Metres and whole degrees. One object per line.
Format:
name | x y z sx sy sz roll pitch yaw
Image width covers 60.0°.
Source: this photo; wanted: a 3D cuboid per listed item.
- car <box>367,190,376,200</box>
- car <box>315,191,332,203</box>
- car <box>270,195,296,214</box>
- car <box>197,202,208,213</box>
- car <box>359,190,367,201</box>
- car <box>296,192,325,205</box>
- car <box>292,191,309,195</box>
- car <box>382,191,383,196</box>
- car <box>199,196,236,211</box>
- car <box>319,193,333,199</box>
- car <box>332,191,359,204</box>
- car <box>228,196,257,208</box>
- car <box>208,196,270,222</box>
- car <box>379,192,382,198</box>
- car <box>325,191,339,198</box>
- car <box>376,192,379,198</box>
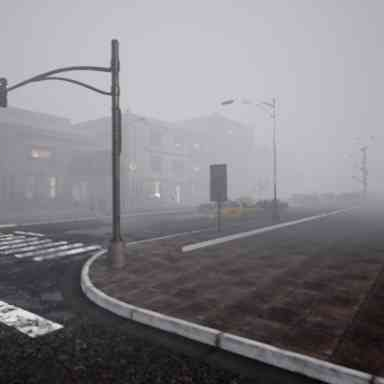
car | 32.550 0.502 62.711 2.192 1.841 5.009 0 0 36
car | 20.922 0.868 51.326 1.837 1.490 4.892 -1 0 36
car | 6.495 1.146 26.932 2.008 1.369 4.403 0 0 36
car | 2.474 1.248 31.257 1.895 1.301 4.718 -1 0 36
car | 25.948 0.795 52.885 1.837 1.490 4.892 -1 0 36
car | 15.729 1.008 44.098 1.994 1.385 4.181 -1 0 36
car | 15.313 0.972 48.726 1.812 1.442 4.674 -1 0 36
car | 42.148 0.586 75.879 1.887 1.381 4.507 0 0 36
car | 2.880 1.161 36.201 1.752 1.417 4.829 0 0 36
car | 29.036 0.810 72.121 1.802 1.307 4.206 0 0 36
car | 21.823 0.832 47.229 1.882 1.535 5.008 -1 0 36
car | 6.237 1.164 40.812 1.802 1.307 4.206 0 0 36
car | 3.338 1.171 22.597 1.752 1.417 4.829 0 0 36
car | 39.066 0.654 71.658 1.947 1.339 4.313 0 0 36
car | 32.293 0.618 76.592 1.967 1.590 4.097 0 0 36
car | 35.809 0.703 67.185 1.947 1.339 4.313 0 0 36
